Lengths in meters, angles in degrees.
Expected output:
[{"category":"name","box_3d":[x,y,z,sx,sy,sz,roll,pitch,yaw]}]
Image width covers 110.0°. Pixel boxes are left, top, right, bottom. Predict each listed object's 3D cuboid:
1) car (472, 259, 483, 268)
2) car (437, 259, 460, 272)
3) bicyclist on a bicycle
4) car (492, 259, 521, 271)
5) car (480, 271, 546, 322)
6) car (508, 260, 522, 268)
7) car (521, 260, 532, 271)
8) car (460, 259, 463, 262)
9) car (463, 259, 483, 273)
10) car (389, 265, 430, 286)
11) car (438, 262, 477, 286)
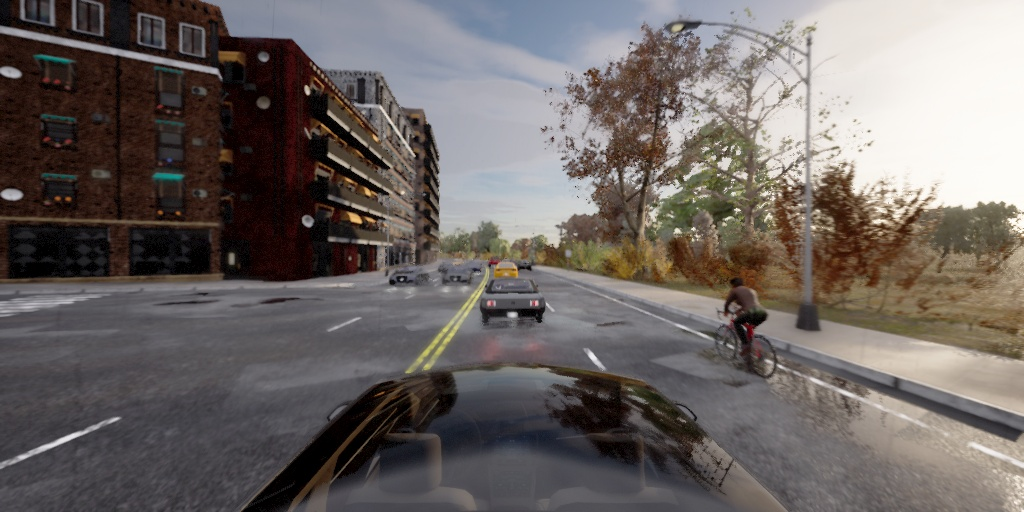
[{"category":"car","box_3d":[-6.108,1.314,63.329,1.882,1.535,5.008,0,0,-5]},{"category":"car","box_3d":[-8.000,1.383,44.563,1.994,1.385,4.181,0,0,-3]},{"category":"bicyclist on a bicycle","box_3d":[4.104,1.208,6.394,0.582,1.620,1.656,0,0,0]},{"category":"car","box_3d":[-0.551,1.271,30.269,1.882,1.535,5.008,0,0,-2]},{"category":"car","box_3d":[-0.009,1.368,12.308,1.895,1.301,4.718,0,0,-1]},{"category":"car","box_3d":[0.466,1.427,63.389,1.895,1.301,4.718,0,0,-5]},{"category":"car","box_3d":[1.631,1.313,49.394,1.837,1.490,4.892,0,-1,-4]},{"category":"car","box_3d":[-9.344,1.319,63.022,1.882,1.535,5.008,0,0,-5]},{"category":"car","box_3d":[-4.792,1.364,45.407,2.033,1.411,5.357,0,0,-3]},{"category":"car","box_3d":[-7.190,1.357,25.525,1.994,1.385,4.181,0,0,1]},{"category":"car","box_3d":[-3.826,1.355,25.830,1.994,1.385,4.181,0,0,-2]}]
